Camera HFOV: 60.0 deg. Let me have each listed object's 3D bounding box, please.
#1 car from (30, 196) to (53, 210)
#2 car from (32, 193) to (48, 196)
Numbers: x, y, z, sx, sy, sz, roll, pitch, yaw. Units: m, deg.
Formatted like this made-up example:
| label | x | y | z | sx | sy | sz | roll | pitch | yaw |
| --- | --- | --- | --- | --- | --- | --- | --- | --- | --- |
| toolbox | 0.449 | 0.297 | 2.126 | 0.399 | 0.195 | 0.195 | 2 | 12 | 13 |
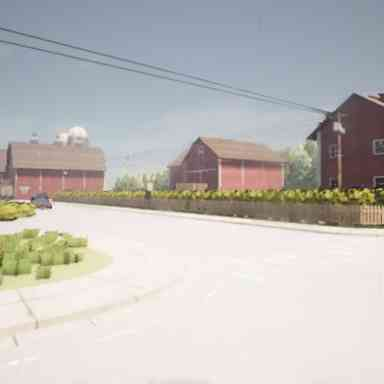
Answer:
| label | x | y | z | sx | sy | sz | roll | pitch | yaw |
| --- | --- | --- | --- | --- | --- | --- | --- | --- | --- |
| car | -18.805 | 1.497 | 41.415 | 1.994 | 1.385 | 4.181 | -1 | 0 | -36 |
| car | -26.737 | 1.128 | 58.513 | 2.150 | 2.045 | 5.566 | -1 | 0 | -36 |
